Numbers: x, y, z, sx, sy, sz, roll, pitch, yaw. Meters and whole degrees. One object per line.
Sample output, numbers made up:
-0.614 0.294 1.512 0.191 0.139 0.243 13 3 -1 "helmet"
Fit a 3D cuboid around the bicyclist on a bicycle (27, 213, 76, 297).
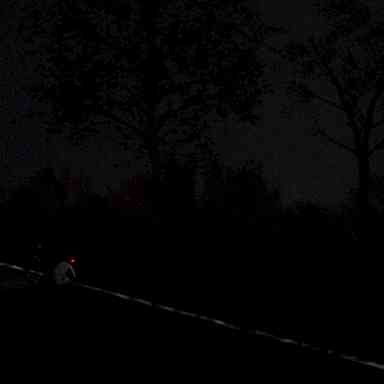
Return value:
-3.127 1.328 7.286 1.843 1.776 0.659 1 0 35 "bicyclist on a bicycle"
